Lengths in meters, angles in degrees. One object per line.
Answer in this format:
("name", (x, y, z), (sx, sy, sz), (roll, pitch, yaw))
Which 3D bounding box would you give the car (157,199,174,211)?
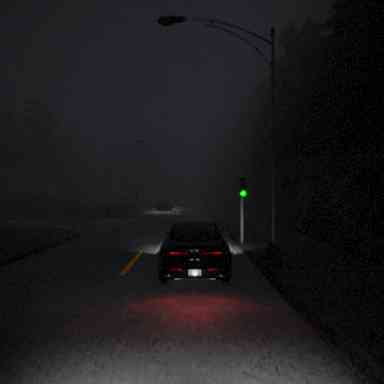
("car", (-4.091, 1.951, 49.007), (1.882, 1.535, 5.008), (0, -1, 0))

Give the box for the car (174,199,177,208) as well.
("car", (-4.068, 2.041, 58.353), (1.882, 1.535, 5.008), (0, -1, 0))

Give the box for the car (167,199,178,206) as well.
("car", (-3.995, 2.186, 68.554), (1.812, 1.442, 4.674), (0, -1, 0))

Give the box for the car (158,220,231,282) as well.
("car", (0.078, 1.603, 9.995), (1.837, 1.490, 4.892), (0, 0, 0))
